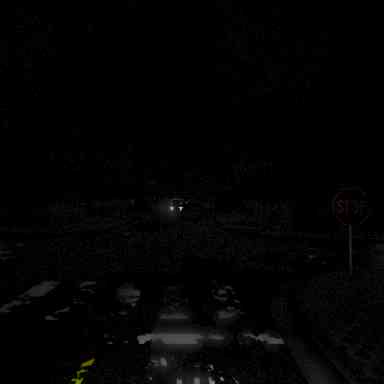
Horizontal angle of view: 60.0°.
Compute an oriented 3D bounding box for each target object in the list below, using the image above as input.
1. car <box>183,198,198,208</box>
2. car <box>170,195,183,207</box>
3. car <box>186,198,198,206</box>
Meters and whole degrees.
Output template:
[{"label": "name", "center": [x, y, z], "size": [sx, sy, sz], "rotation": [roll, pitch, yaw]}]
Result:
[{"label": "car", "center": [0.003, 1.827, 55.580], "size": [2.128, 1.511, 4.902], "rotation": [0, -1, 0]}, {"label": "car", "center": [-2.749, 1.621, 60.970], "size": [2.150, 2.045, 5.566], "rotation": [0, -1, 0]}, {"label": "car", "center": [0.002, 1.955, 66.000], "size": [2.128, 1.511, 4.902], "rotation": [0, -1, 0]}]
